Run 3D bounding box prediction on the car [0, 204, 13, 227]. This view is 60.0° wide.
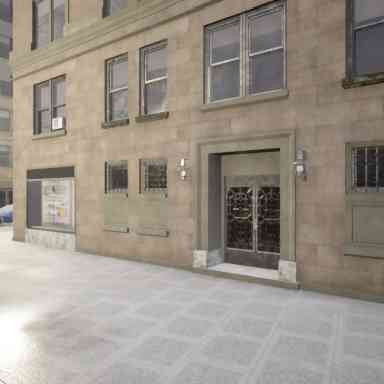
[{"bbox_3d":[-11.884,1.512,23.025,2.033,1.411,5.357,0,0,39],"label":"car"}]
